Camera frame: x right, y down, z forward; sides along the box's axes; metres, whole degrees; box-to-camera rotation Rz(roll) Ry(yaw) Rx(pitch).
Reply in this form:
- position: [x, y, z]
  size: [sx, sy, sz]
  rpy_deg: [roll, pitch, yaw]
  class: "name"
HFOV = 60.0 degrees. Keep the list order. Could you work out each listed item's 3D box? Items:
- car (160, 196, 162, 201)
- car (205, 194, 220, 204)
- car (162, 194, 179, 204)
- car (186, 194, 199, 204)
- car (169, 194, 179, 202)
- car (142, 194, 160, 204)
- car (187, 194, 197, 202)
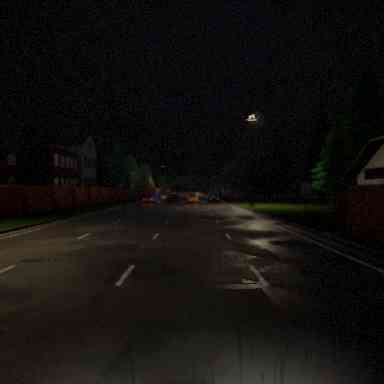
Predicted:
- position: [-7.002, 1.101, 65.142]
  size: [1.812, 1.442, 4.674]
  rpy_deg: [0, 0, 0]
  class: "car"
- position: [3.550, 1.239, 55.167]
  size: [1.895, 1.301, 4.718]
  rpy_deg: [0, 0, 0]
  class: "car"
- position: [-3.447, 1.201, 55.315]
  size: [1.994, 1.385, 4.181]
  rpy_deg: [0, 0, 1]
  class: "car"
- position: [0.048, 1.118, 54.858]
  size: [1.882, 1.535, 5.008]
  rpy_deg: [0, 0, 1]
  class: "car"
- position: [-3.502, 1.079, 65.142]
  size: [1.837, 1.490, 4.892]
  rpy_deg: [0, 0, 0]
  class: "car"
- position: [-6.950, 1.239, 55.155]
  size: [1.895, 1.301, 4.718]
  rpy_deg: [0, 0, 1]
  class: "car"
- position: [-0.002, 1.079, 65.142]
  size: [1.837, 1.490, 4.892]
  rpy_deg: [0, 0, 0]
  class: "car"
